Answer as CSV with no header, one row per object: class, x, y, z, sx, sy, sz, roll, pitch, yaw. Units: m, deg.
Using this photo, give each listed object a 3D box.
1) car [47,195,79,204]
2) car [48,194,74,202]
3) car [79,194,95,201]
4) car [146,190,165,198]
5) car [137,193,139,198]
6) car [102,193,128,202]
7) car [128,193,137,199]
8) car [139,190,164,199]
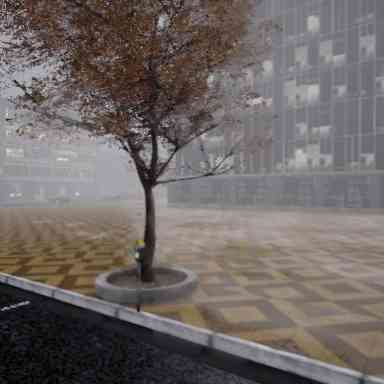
car,-21.491,1.304,54.699,2.008,1.369,4.403,1,2,35
car,-25.224,1.209,64.044,1.947,1.339,4.313,1,2,35
car,-22.060,1.108,68.627,2.008,1.369,4.403,1,2,35
car,-9.405,0.531,86.955,2.192,1.841,5.009,1,2,35
car,-12.667,0.829,82.236,1.752,1.417,4.829,1,2,35
car,-15.164,1.132,63.866,2.008,1.369,4.403,1,2,35
car,-15.734,0.952,77.794,1.947,1.339,4.313,1,2,35
car,-8.740,0.933,73.172,1.752,1.417,4.829,1,2,35
